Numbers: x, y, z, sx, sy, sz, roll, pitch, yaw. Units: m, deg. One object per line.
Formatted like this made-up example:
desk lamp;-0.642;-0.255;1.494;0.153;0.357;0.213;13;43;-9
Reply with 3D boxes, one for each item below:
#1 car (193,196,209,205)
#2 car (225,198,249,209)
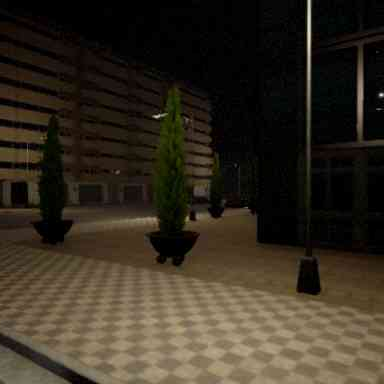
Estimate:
car;0.723;1.355;54.202;2.033;1.411;5.357;0;0;36
car;6.026;1.417;43.740;1.994;1.385;4.181;0;0;37
